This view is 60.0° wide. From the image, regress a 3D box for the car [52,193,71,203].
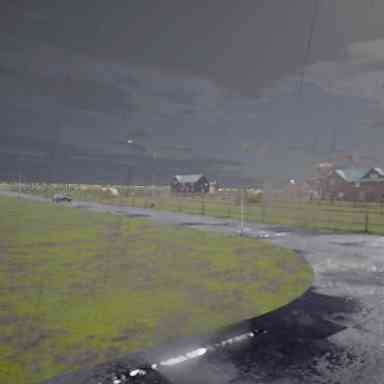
[{"bbox_3d":[-19.379,0.828,49.415,1.994,1.385,4.181,1,0,-36],"label":"car"}]
